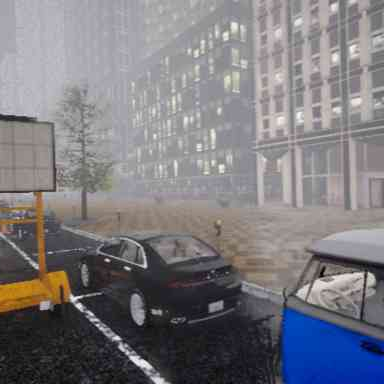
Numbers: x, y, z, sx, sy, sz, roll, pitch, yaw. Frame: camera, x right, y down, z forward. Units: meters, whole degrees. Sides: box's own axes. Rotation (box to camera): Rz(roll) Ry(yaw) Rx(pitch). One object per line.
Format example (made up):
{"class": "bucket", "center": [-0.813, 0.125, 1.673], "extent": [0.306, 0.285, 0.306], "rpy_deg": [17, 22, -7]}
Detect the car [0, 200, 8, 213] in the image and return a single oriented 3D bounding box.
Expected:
{"class": "car", "center": [-17.399, 1.403, 29.809], "extent": [2.008, 1.369, 4.403], "rpy_deg": [-2, 1, -35]}

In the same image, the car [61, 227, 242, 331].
{"class": "car", "center": [-0.919, 1.432, 6.625], "extent": [2.008, 1.369, 4.403], "rpy_deg": [-2, 1, -35]}

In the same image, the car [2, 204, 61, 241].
{"class": "car", "center": [-7.511, 1.420, 15.899], "extent": [2.008, 1.369, 4.403], "rpy_deg": [-2, 1, -35]}

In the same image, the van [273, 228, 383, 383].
{"class": "van", "center": [2.374, 1.229, 1.986], "extent": [1.690, 1.788, 3.998], "rpy_deg": [-2, 1, -35]}

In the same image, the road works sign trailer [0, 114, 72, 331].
{"class": "road works sign trailer", "center": [-3.682, 0.432, 5.842], "extent": [2.380, 3.560, 2.880], "rpy_deg": [-2, 1, -35]}
